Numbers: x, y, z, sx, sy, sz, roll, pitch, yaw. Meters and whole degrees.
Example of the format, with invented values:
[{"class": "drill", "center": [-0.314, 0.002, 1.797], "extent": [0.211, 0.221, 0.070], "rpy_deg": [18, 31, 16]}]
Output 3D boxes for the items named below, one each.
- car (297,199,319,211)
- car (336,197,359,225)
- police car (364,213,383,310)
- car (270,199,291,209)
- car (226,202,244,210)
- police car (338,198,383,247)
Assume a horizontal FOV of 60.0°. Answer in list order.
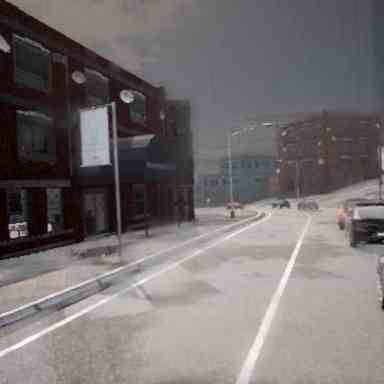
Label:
[{"class": "car", "center": [14.343, 1.576, 41.346], "extent": [1.812, 1.442, 4.674], "rpy_deg": [-2, -2, 5]}, {"class": "car", "center": [9.496, 1.133, 19.180], "extent": [2.097, 1.767, 4.553], "rpy_deg": [-2, -1, 21]}, {"class": "police car", "center": [3.744, 1.309, 4.391], "extent": [1.930, 1.638, 5.238], "rpy_deg": [-2, 0, 21]}, {"class": "car", "center": [14.330, 1.983, 54.162], "extent": [1.837, 1.490, 4.892], "rpy_deg": [-3, -2, -10]}, {"class": "car", "center": [8.320, 2.724, 64.379], "extent": [1.882, 1.535, 5.008], "rpy_deg": [-3, -3, -18]}, {"class": "police car", "center": [7.372, 1.229, 13.714], "extent": [1.930, 1.638, 5.238], "rpy_deg": [-2, 0, 21]}]
